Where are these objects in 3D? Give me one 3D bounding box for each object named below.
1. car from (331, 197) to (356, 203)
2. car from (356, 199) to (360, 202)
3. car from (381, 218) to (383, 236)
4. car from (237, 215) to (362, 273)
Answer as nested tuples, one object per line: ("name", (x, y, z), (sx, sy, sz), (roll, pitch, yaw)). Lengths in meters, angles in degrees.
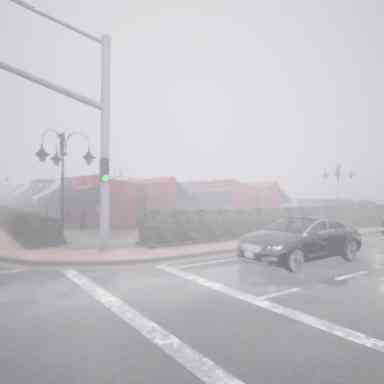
("car", (21.806, 1.644, 50.465), (1.932, 1.855, 4.605), (1, 0, -35))
("car", (26.341, 1.937, 53.711), (1.970, 1.475, 3.806), (1, 0, -35))
("car", (11.664, 1.363, 16.601), (5.566, 2.045, 2.150), (1, 0, -36))
("car", (3.621, 1.543, 10.882), (4.902, 1.511, 2.128), (1, 0, -35))
